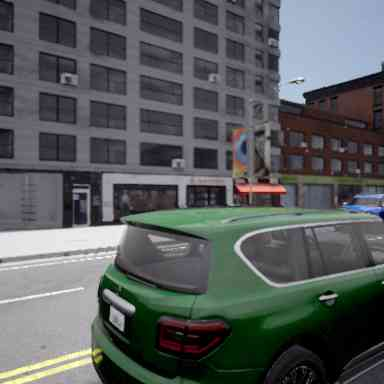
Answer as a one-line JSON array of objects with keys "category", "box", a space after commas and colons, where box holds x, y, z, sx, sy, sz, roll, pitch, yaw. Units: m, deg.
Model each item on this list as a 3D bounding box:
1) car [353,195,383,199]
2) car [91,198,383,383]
[{"category": "car", "box": [10.239, 1.173, 18.993, 5.566, 2.045, 2.150, 0, 0, -35]}, {"category": "car", "box": [1.515, 1.211, 4.520, 5.566, 2.045, 2.150, 0, 0, -36]}]
